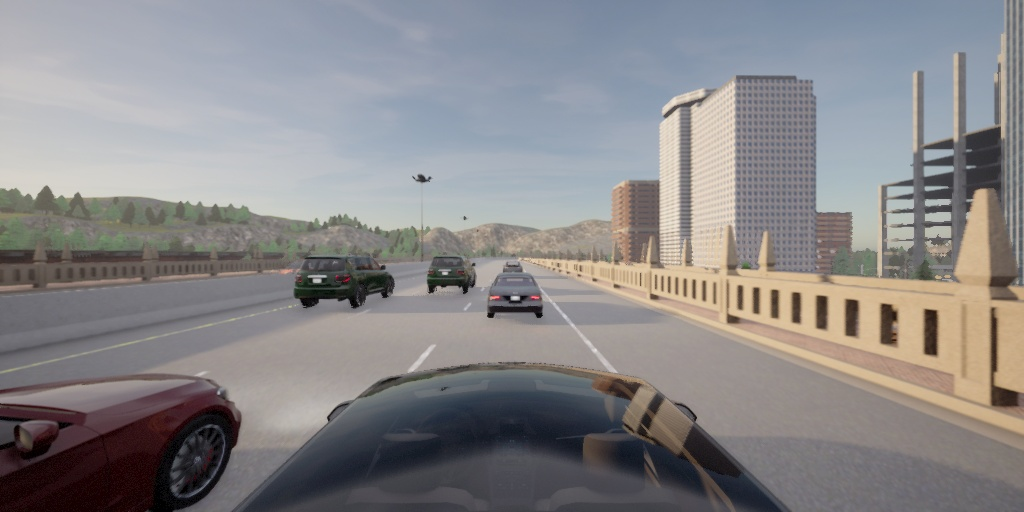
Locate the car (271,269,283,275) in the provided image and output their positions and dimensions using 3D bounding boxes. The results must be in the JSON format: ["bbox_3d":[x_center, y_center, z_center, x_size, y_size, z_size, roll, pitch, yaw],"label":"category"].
[{"bbox_3d":[-14.096,1.104,24.272,2.097,1.767,4.553,0,0,0],"label":"car"}]

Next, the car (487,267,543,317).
[{"bbox_3d":[0.096,1.296,13.134,2.033,1.411,5.357,0,0,0],"label":"car"}]

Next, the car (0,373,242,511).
[{"bbox_3d":[-3.413,1.276,1.354,1.812,1.442,4.674,0,0,0],"label":"car"}]

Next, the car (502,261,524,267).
[{"bbox_3d":[0.087,1.246,34.455,2.128,1.511,4.902,0,0,0],"label":"car"}]

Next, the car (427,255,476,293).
[{"bbox_3d":[-3.408,0.972,20.951,2.150,2.045,5.566,0,0,0],"label":"car"}]

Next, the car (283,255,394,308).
[{"bbox_3d":[-6.905,0.971,15.399,2.150,2.045,5.566,0,0,0],"label":"car"}]
